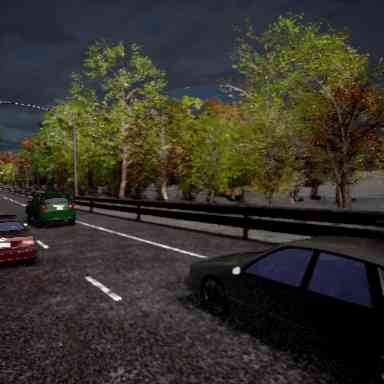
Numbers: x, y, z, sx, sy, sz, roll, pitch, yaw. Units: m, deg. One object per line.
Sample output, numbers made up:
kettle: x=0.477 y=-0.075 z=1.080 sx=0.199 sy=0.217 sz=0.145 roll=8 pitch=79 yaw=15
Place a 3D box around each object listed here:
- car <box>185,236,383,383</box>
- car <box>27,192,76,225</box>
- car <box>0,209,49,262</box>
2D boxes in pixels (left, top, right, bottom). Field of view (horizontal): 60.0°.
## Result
car: x=2.009 y=1.371 z=4.716 sx=2.033 sy=1.411 sz=5.357 roll=-3 pitch=1 yaw=-34
car: x=-9.020 y=1.015 z=21.130 sx=2.150 sy=2.045 sz=5.566 roll=-3 pitch=2 yaw=-34
car: x=-6.505 y=1.493 z=11.129 sx=2.033 sy=1.411 sz=5.357 roll=-3 pitch=1 yaw=-34
